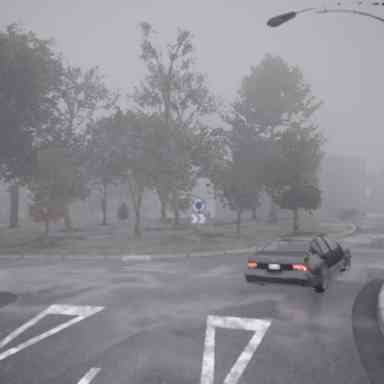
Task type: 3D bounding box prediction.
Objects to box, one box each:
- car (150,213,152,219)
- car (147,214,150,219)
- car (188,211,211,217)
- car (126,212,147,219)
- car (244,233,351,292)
[{"bbox_3d":[-14.747,6.773,92.763,5.566,2.045,2.435,1,-5,-17],"label":"car"},{"bbox_3d":[-14.939,6.518,89.777,5.566,2.045,2.435,1,-5,-18],"label":"car"},{"bbox_3d":[1.405,4.156,62.450,1.837,1.490,4.892,4,-7,-44],"label":"car"},{"bbox_3d":[-15.036,6.518,86.808,4.892,1.521,2.231,1,-5,-18],"label":"car"},{"bbox_3d":[3.469,1.970,10.273,2.033,1.411,5.357,-5,-5,35],"label":"car"}]
